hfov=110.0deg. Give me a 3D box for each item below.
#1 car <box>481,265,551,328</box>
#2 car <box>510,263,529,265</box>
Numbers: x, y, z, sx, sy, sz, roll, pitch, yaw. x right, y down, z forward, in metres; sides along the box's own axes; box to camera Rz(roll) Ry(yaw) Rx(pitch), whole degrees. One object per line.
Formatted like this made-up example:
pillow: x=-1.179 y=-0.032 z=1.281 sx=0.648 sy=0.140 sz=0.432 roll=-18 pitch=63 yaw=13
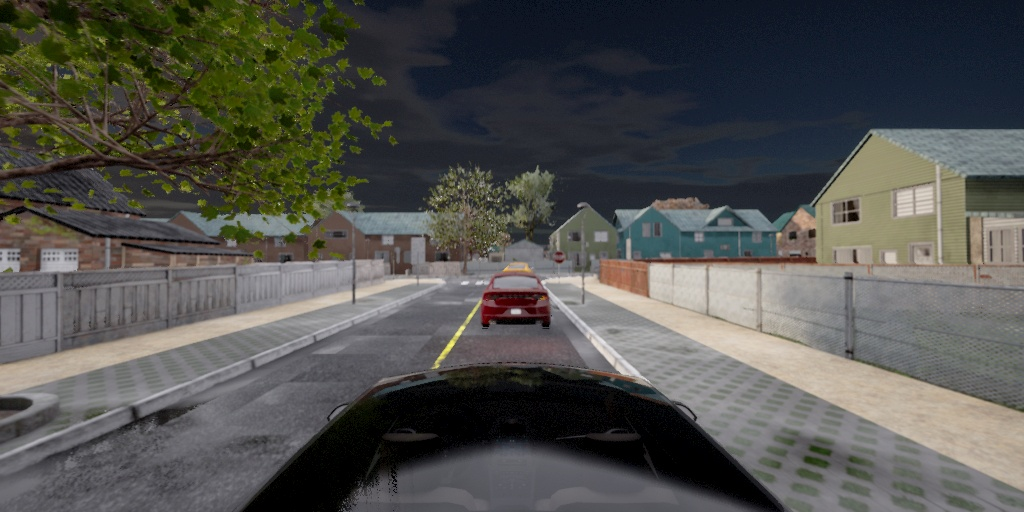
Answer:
car: x=0.098 y=1.232 z=11.405 sx=1.882 sy=1.535 sz=5.008 roll=0 pitch=0 yaw=0
car: x=0.545 y=1.238 z=25.695 sx=1.882 sy=1.535 sz=5.008 roll=0 pitch=0 yaw=7
